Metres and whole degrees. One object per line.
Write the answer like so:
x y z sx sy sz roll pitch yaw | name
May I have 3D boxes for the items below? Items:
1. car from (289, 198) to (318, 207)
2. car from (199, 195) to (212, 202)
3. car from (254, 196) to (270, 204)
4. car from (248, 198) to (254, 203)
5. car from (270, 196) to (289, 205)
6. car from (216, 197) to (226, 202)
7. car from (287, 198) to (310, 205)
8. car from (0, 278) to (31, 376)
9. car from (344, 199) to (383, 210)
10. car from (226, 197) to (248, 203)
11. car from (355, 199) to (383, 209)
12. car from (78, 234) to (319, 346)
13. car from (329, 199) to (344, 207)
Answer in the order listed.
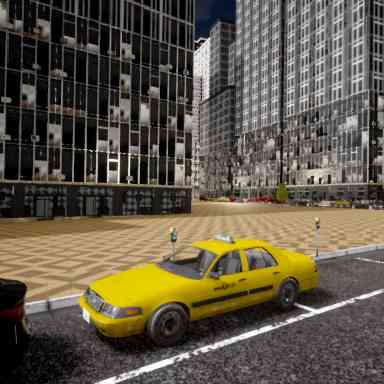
18.363 1.715 53.552 2.008 1.369 4.403 1 -1 -22 | car
3.601 1.698 89.806 2.192 1.841 5.009 1 -1 -22 | car
17.217 1.753 77.265 2.192 1.841 5.009 1 -1 -22 | car
15.103 2.051 82.443 1.802 1.307 4.206 1 -1 -22 | car
16.255 1.636 58.732 1.967 1.590 4.097 1 -1 -22 | car
7.881 1.845 79.289 1.752 1.417 4.829 1 -1 -22 | car
21.434 1.927 66.900 2.008 1.369 4.403 1 -1 -22 | car
-3.954 1.565 3.265 4.313 1.339 1.947 0 1 -36 | car
22.581 1.653 43.194 2.008 1.369 4.403 1 -1 -22 | car
9.927 1.729 74.269 1.967 1.590 4.097 1 -1 -22 | car
27.765 1.833 51.356 2.008 1.369 4.403 1 -1 -22 | car
0.410 1.528 6.323 4.829 1.417 1.752 0 1 -35 | car
25.591 1.840 56.695 1.752 1.417 4.829 1 -1 -22 | car
